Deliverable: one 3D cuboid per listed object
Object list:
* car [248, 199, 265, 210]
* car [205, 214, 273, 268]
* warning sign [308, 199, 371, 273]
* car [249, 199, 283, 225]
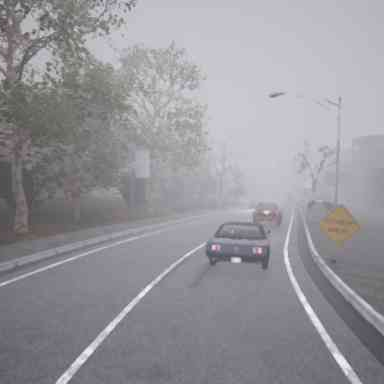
[{"bbox_3d":[10.066,1.828,51.474,2.128,1.511,4.902,2,0,17],"label":"car"},{"bbox_3d":[1.808,1.702,11.792,1.895,1.301,4.718,1,0,13],"label":"car"},{"bbox_3d":[4.377,1.277,10.025,1.300,1.860,1.060,7,7,12],"label":"warning sign"},{"bbox_3d":[6.155,1.587,26.615,2.097,1.767,4.553,2,0,18],"label":"car"}]
